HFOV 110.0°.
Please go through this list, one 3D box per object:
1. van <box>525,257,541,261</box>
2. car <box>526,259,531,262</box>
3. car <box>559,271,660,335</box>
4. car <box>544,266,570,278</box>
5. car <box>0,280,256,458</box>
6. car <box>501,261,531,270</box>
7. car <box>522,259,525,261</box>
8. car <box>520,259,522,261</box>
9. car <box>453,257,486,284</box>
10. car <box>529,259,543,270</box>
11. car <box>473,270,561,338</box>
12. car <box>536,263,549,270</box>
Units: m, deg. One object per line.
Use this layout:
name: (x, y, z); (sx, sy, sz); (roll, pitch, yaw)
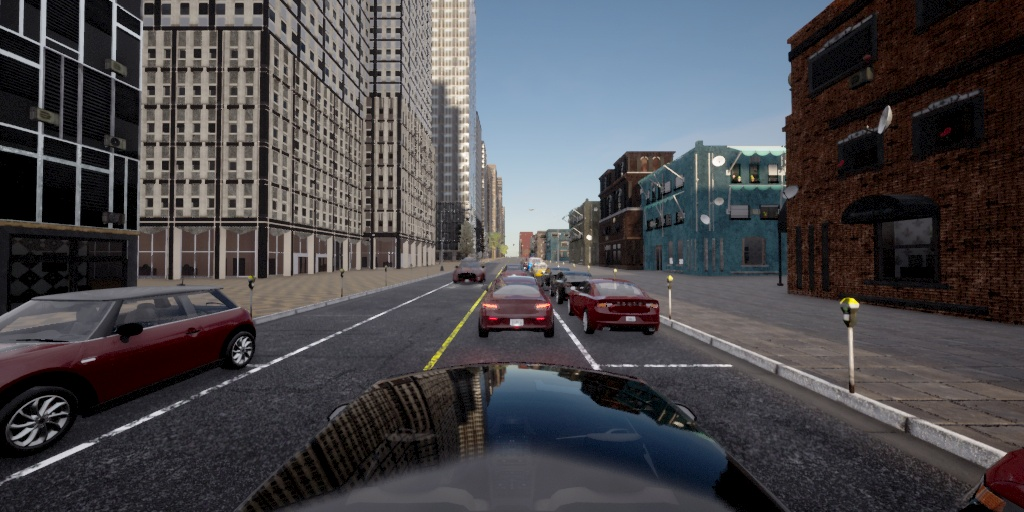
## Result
van: (2.734, 1.087, 42.935); (1.690, 1.789, 3.998); (0, 0, 0)
car: (2.728, 1.298, 37.457); (2.007, 1.370, 4.403); (0, 0, 0)
car: (2.700, 1.296, 10.398); (1.888, 1.381, 4.507); (0, 0, 0)
car: (2.705, 1.316, 15.944); (1.948, 1.339, 4.313); (0, 0, 0)
car: (-5.687, 1.190, 4.857); (1.967, 1.591, 4.097); (0, 0, 0)
car: (0.129, 1.313, 26.867); (1.994, 1.385, 4.181); (0, 0, 0)
car: (2.739, 1.184, 48.413); (1.967, 1.591, 4.097); (0, 0, 0)
car: (2.745, 1.057, 53.891); (2.192, 1.841, 5.009); (0, 0, 0)
car: (-3.075, 1.101, 26.802); (2.097, 1.767, 4.553); (0, 0, 0)
car: (2.723, 1.274, 32.149); (1.751, 1.417, 4.829); (0, 0, 0)
car: (0.106, 1.277, 10.111); (1.812, 1.442, 4.674); (0, 0, 0)
car: (2.711, 1.316, 21.488); (1.948, 1.339, 4.313); (0, 0, 0)
